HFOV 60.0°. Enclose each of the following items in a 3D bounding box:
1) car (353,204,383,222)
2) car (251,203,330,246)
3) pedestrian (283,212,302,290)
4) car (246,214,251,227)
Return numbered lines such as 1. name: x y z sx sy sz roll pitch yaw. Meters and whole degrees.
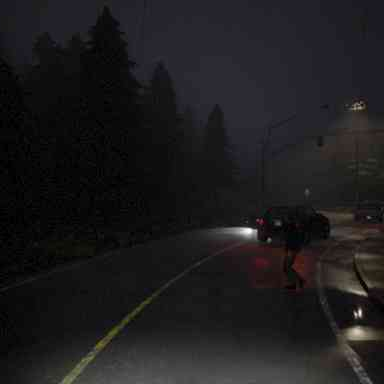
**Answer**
1. car: 14.127 1.595 26.816 1.895 1.301 4.718 0 0 25
2. car: 4.842 1.341 15.489 2.097 1.767 4.553 0 0 37
3. pedestrian: 2.256 1.289 7.572 0.375 1.860 0.375 0 0 17
4. car: 5.313 1.552 21.554 1.994 1.385 4.181 0 0 44
